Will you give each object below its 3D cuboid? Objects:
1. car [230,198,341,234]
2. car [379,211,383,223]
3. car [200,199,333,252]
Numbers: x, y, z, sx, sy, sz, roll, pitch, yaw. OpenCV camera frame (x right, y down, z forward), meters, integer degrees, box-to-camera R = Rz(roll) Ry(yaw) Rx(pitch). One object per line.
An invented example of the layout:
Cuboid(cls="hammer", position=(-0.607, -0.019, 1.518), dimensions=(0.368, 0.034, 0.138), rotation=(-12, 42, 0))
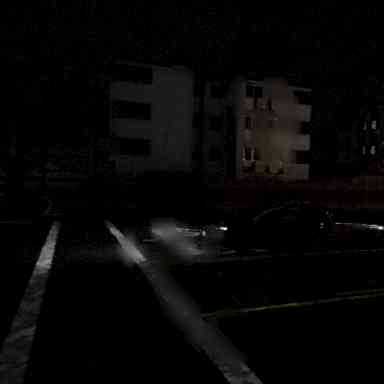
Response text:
Cuboid(cls="car", position=(4.614, 1.109, 16.513), dimensions=(4.902, 1.511, 2.128), rotation=(1, 2, -18))
Cuboid(cls="car", position=(13.096, 1.305, 19.288), dimensions=(4.181, 1.385, 1.994), rotation=(1, 2, -17))
Cuboid(cls="car", position=(2.743, 1.189, 12.167), dimensions=(4.902, 1.511, 2.128), rotation=(1, 2, -19))
